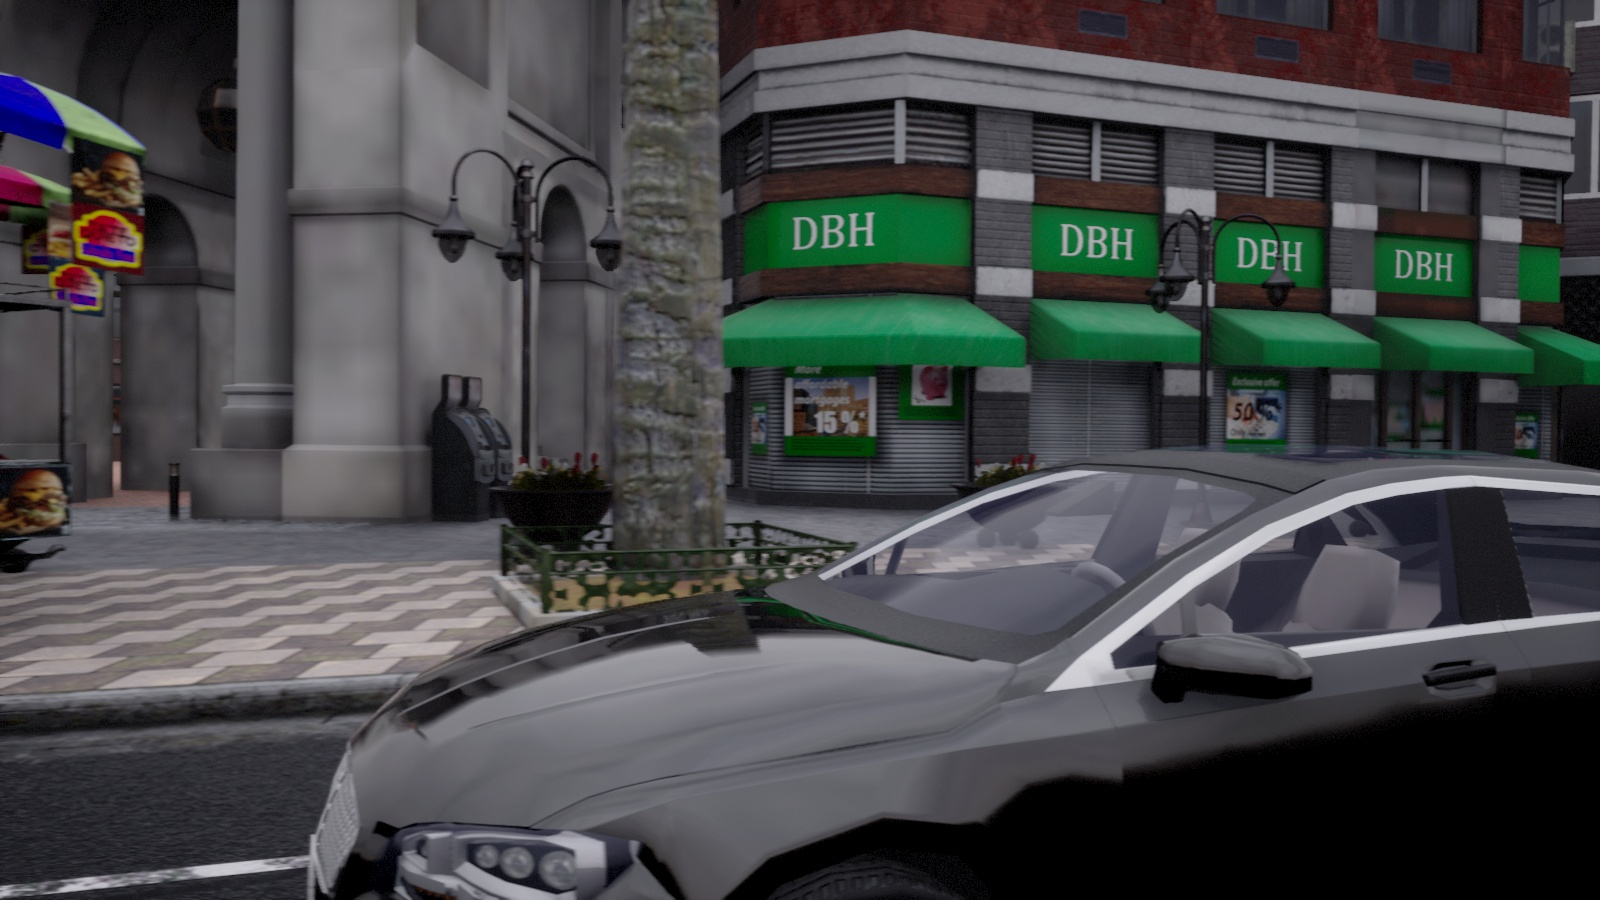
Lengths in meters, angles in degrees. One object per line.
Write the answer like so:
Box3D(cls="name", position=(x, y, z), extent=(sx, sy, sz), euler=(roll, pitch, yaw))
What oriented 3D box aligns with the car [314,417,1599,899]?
Box3D(cls="car", position=(1.235, 0.676, 3.665), extent=(4.902, 1.511, 2.128), euler=(-1, 1, -21))
